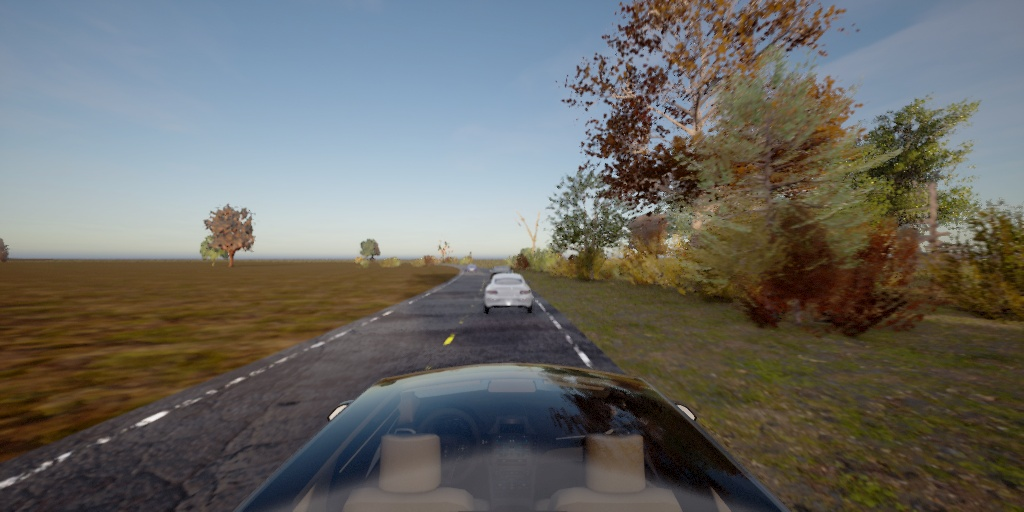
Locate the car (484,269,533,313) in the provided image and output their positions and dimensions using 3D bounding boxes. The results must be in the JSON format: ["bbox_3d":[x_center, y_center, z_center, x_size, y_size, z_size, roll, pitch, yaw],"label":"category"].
[{"bbox_3d":[-0.172,1.449,14.920,1.812,1.442,4.674,0,0,-1],"label":"car"}]

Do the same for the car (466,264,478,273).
[{"bbox_3d":[-6.753,2.039,60.151,1.812,1.442,4.674,0,-1,-6],"label":"car"}]

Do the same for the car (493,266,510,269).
[{"bbox_3d":[-0.893,1.605,30.522,1.882,1.535,5.008,0,0,-3],"label":"car"}]
